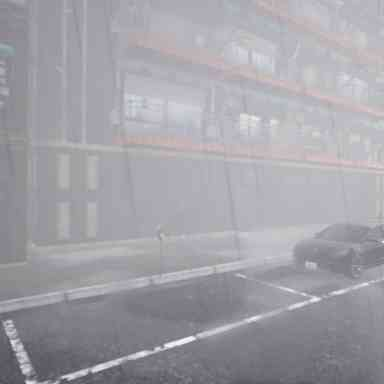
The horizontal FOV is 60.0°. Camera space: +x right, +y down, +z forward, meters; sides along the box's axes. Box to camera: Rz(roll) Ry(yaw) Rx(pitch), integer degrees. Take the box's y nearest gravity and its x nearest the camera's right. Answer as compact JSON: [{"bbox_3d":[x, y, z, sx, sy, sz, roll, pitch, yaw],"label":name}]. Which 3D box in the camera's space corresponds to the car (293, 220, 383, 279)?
[{"bbox_3d":[4.933,1.570,10.070,4.313,1.339,1.947,0,0,-35],"label":"car"}]
